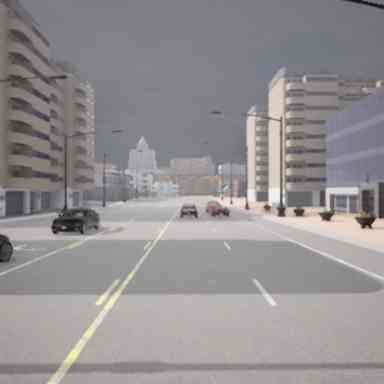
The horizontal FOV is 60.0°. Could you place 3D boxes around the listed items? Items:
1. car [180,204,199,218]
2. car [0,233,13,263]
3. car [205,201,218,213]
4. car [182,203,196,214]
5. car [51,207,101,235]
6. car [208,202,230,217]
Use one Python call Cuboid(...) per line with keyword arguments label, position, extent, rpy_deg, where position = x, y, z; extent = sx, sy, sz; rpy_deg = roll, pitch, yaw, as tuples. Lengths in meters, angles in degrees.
Cuboid(label="car", position=(-0.313, 2.032, 36.620), extent=(2.128, 1.511, 4.902), rpy_deg=(0, -1, -1))
Cuboid(label="car", position=(-7.191, 1.691, 9.839), extent=(1.994, 1.385, 4.181), rpy_deg=(0, -1, -1))
Cuboid(label="car", position=(3.055, 2.060, 47.547), extent=(2.097, 1.767, 4.553), rpy_deg=(0, -1, -1))
Cuboid(label="car", position=(-0.431, 2.298, 46.598), extent=(1.895, 1.301, 4.718), rpy_deg=(0, -1, -1))
Cuboid(label="car", position=(-7.322, 1.785, 21.425), extent=(1.882, 1.535, 5.008), rpy_deg=(0, -1, -1))
Cuboid(label="car", position=(3.169, 2.162, 38.134), extent=(1.895, 1.301, 4.718), rpy_deg=(0, -1, -1))
